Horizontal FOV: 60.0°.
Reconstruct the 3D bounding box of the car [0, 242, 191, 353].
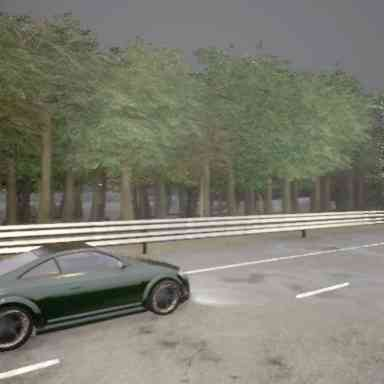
[{"bbox_3d":[-2.080,1.690,6.437,4.181,1.385,1.994,1,-1,-36],"label":"car"}]
